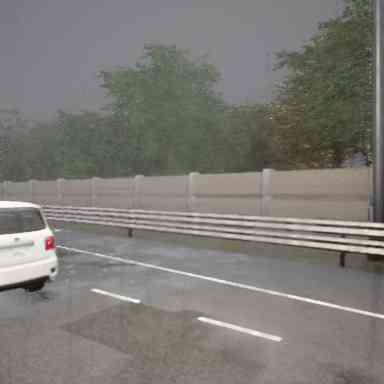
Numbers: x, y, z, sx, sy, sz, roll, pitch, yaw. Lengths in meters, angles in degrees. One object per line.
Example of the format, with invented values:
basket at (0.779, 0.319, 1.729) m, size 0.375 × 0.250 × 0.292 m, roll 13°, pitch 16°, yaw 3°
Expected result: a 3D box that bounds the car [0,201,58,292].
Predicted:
car at (-5.441, 1.225, 7.762) m, size 5.566 × 2.045 × 2.150 m, roll 0°, pitch 0°, yaw 36°
